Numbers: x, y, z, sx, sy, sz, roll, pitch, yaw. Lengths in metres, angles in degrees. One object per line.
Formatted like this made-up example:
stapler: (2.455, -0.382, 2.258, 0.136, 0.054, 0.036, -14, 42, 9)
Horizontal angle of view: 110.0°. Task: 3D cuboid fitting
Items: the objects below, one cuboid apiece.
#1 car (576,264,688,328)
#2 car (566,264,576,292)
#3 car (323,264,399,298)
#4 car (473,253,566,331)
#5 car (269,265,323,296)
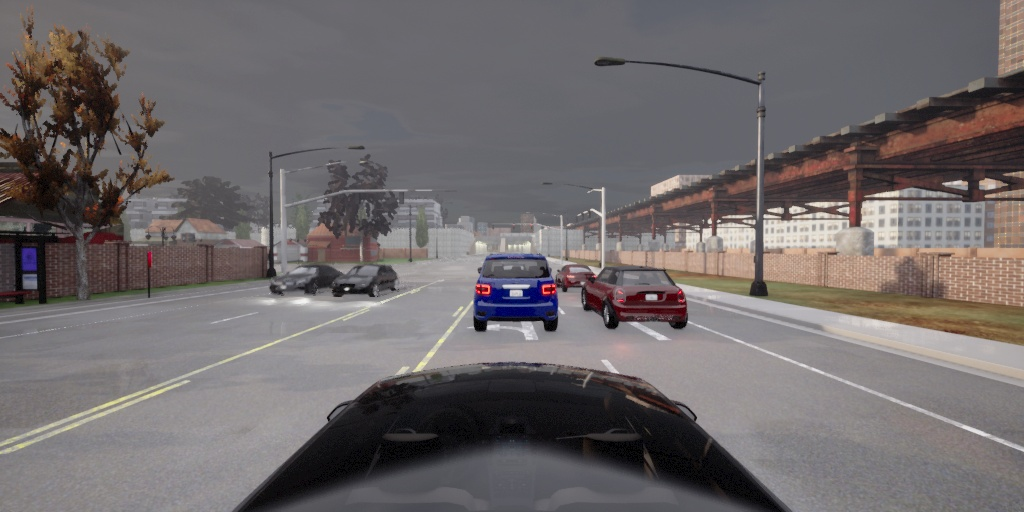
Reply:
car: (3.589, 1.069, 11.351, 2.097, 1.767, 4.553, 0, 0, 0)
car: (3.578, 1.180, 20.243, 1.812, 1.442, 4.674, 0, 0, 0)
car: (-7.085, 1.174, 17.813, 1.837, 1.490, 4.892, 0, 0, 0)
car: (0.089, 0.940, 10.992, 2.150, 2.045, 5.566, 0, 0, 0)
car: (-10.582, 1.187, 18.955, 1.812, 1.442, 4.674, 0, 0, 0)
